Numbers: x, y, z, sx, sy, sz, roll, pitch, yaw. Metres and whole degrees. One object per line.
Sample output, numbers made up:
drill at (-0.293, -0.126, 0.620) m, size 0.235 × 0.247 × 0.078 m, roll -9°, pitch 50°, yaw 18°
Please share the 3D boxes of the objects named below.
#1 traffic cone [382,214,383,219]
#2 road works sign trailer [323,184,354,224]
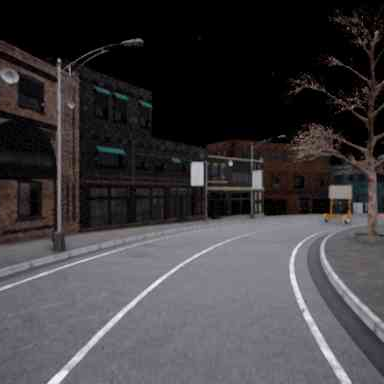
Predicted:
traffic cone at (21.991, 2.750, 38.326) m, size 0.340 × 0.580 × 0.340 m, roll 1°, pitch 0°, yaw -34°
road works sign trailer at (13.900, 1.064, 30.865) m, size 2.880 × 3.560 × 2.380 m, roll 1°, pitch -1°, yaw -34°
